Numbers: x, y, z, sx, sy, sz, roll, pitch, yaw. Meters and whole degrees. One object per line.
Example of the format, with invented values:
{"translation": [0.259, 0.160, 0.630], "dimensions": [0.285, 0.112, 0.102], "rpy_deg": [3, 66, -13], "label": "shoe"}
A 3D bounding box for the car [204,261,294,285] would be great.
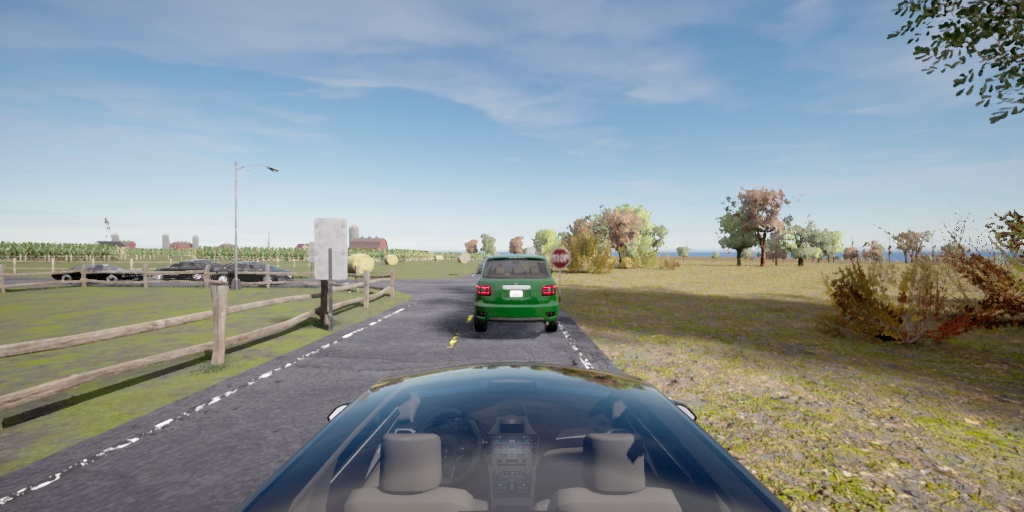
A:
{"translation": [-17.355, 1.165, 24.151], "dimensions": [4.892, 1.490, 1.837], "rpy_deg": [0, 1, 0], "label": "car"}

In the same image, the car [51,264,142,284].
{"translation": [-27.452, 1.191, 24.067], "dimensions": [4.718, 1.301, 1.895], "rpy_deg": [0, 1, 0], "label": "car"}

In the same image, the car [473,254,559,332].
{"translation": [0.113, 0.971, 10.980], "dimensions": [2.150, 2.045, 5.566], "rpy_deg": [0, 0, 0], "label": "car"}

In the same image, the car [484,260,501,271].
{"translation": [-2.727, 1.328, 51.480], "dimensions": [2.033, 1.411, 5.357], "rpy_deg": [0, 0, 0], "label": "car"}

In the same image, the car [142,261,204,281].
{"translation": [-24.349, 1.086, 27.044], "dimensions": [4.892, 1.490, 1.837], "rpy_deg": [0, 1, -1], "label": "car"}

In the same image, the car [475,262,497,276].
{"translation": [-2.756, 1.330, 39.271], "dimensions": [1.994, 1.385, 4.181], "rpy_deg": [0, 0, 2], "label": "car"}
